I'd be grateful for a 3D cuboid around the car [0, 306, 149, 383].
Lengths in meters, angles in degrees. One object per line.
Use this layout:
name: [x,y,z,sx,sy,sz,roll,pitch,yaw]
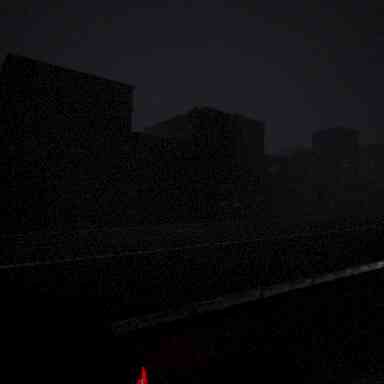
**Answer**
car: [-2.316,1.558,2.026,4.181,1.385,1.994,1,0,-35]
